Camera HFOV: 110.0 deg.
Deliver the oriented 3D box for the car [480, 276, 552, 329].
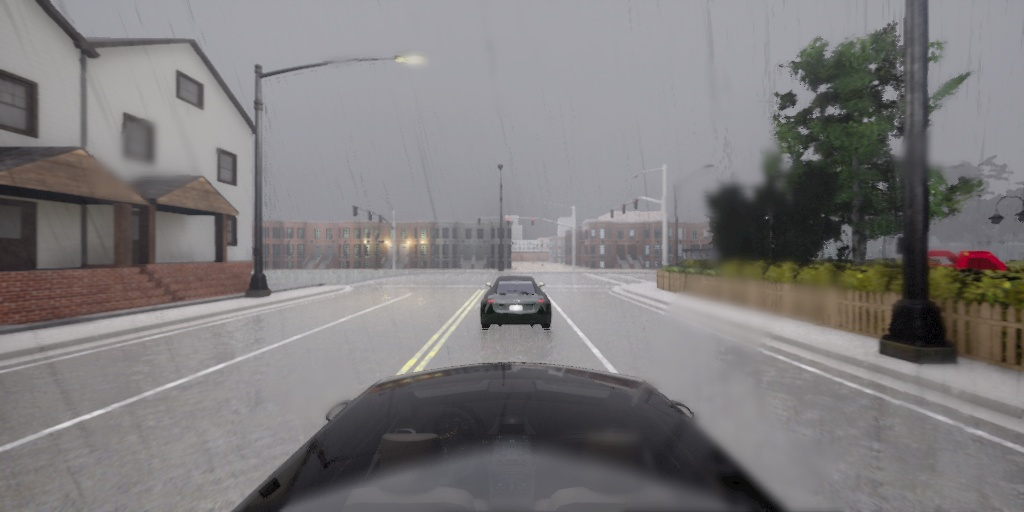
[{"bbox_3d":[0.105,1.302,11.206,1.994,1.385,4.181,0,0,0],"label":"car"}]
